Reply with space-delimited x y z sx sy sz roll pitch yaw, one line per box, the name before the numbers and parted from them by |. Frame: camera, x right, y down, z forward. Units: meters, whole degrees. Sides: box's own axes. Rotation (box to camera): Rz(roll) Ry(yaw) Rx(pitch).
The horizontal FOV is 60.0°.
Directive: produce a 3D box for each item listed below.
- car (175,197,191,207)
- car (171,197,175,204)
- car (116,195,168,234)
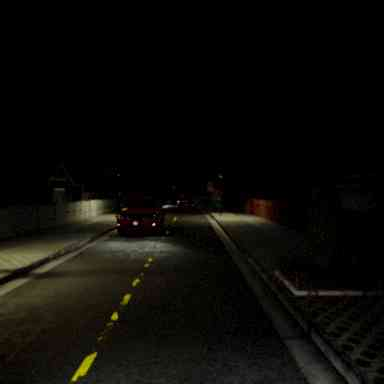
car | -1.196 1.532 50.735 1.837 1.490 4.892 1 0 -6
car | -3.395 1.626 67.950 2.033 1.411 5.357 0 0 -10
car | -2.870 1.221 19.607 2.150 2.045 5.566 0 0 0
